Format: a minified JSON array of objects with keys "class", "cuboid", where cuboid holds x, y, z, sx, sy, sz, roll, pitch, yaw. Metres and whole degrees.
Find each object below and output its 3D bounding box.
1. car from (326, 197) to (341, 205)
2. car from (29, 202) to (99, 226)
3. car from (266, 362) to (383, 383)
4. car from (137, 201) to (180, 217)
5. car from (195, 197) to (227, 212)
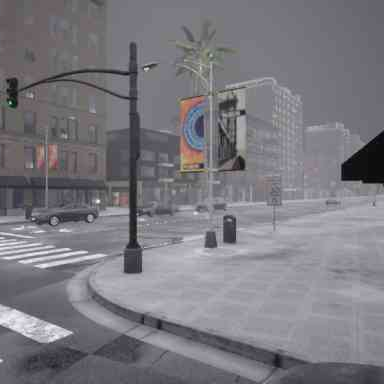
[{"class":"car","cuboid":[26.365,1.710,62.065,1.994,1.385,4.181,0,0,35]},{"class":"car","cuboid":[-8.921,1.520,23.566,1.837,1.490,4.892,0,0,35]},{"class":"car","cuboid":[2.203,1.551,1.279,4.403,1.369,2.008,0,0,35]},{"class":"car","cuboid":[-3.301,1.580,31.547,2.033,1.411,5.357,0,0,35]},{"class":"car","cuboid":[2.345,1.404,39.556,2.097,1.767,4.553,0,0,35]}]
